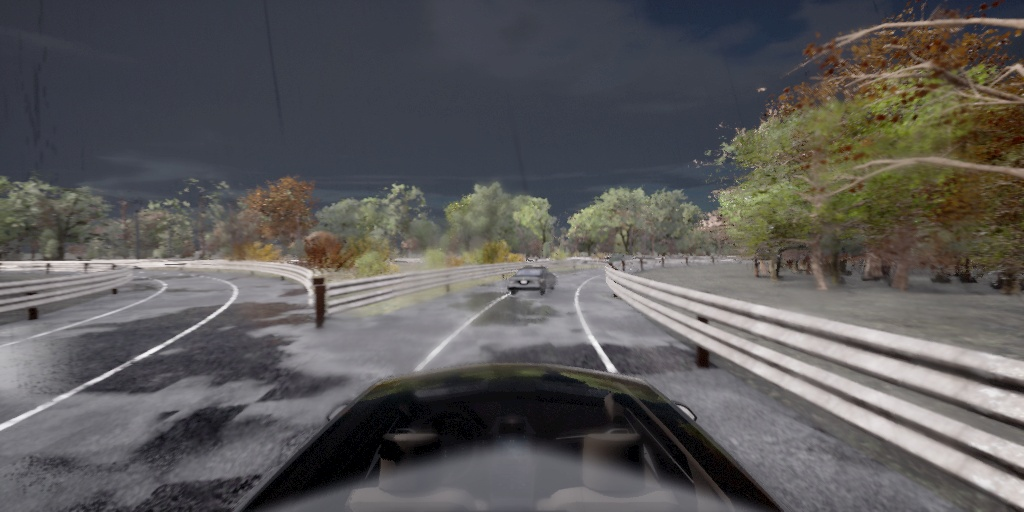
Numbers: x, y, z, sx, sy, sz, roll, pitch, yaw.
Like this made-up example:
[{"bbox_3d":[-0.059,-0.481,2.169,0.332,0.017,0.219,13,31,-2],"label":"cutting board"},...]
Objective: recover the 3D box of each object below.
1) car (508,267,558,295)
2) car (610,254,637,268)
[{"bbox_3d":[1.253,1.288,19.674,2.033,1.411,5.357,-1,0,16],"label":"car"},{"bbox_3d":[16.011,0.767,51.405,2.150,2.045,5.566,-2,-1,39],"label":"car"}]
